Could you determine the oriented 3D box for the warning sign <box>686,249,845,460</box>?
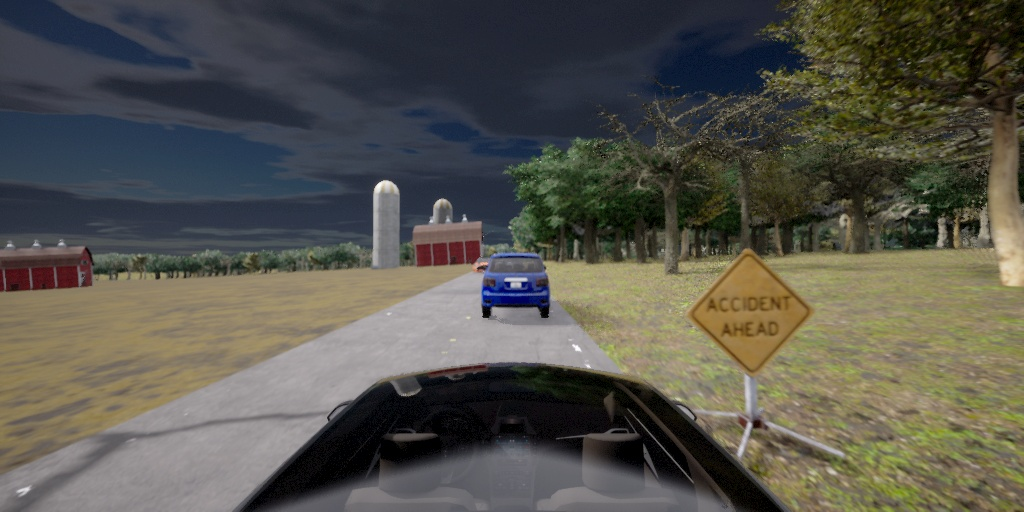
[{"bbox_3d":[2.451,0.854,3.656,1.300,1.860,1.060,0,0,0],"label":"warning sign"}]

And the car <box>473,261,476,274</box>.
[{"bbox_3d":[-2.830,0.917,37.160,2.097,1.767,4.553,0,0,0],"label":"car"}]

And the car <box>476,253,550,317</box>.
[{"bbox_3d":[0.098,0.906,13.011,2.150,2.045,5.566,0,0,0],"label":"car"}]
